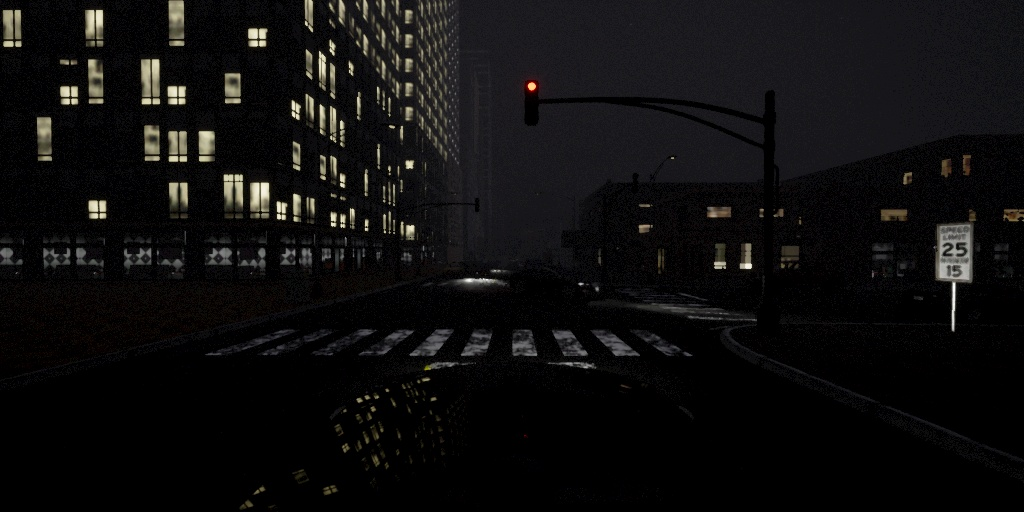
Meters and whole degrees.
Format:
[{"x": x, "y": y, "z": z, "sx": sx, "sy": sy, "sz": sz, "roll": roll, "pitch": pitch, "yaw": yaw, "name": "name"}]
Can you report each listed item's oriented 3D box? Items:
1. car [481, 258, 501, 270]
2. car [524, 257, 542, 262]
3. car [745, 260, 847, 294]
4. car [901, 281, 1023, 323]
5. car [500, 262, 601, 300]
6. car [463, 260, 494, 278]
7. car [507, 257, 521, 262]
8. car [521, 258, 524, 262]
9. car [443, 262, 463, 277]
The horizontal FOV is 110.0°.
[{"x": -2.985, "y": 1.302, "z": 52.235, "sx": 1.994, "sy": 1.385, "sz": 4.181, "roll": 0, "pitch": 0, "yaw": 0, "name": "car"}, {"x": 2.774, "y": 1.180, "z": 41.331, "sx": 1.967, "sy": 1.591, "sz": 4.097, "roll": 0, "pitch": 0, "yaw": 0, "name": "car"}, {"x": 16.559, "y": 1.166, "z": 21.019, "sx": 5.009, "sy": 1.841, "sz": 2.192, "roll": 0, "pitch": 0, "yaw": 1, "name": "car"}, {"x": 16.434, "y": 1.549, "z": 12.640, "sx": 4.313, "sy": 1.339, "sz": 1.948, "roll": 0, "pitch": 0, "yaw": 1, "name": "car"}, {"x": 1.998, "y": 1.237, "z": 17.894, "sx": 4.902, "sy": 1.511, "sz": 2.128, "roll": 0, "pitch": 0, "yaw": 41, "name": "car"}, {"x": -3.035, "y": 1.305, "z": 33.162, "sx": 1.994, "sy": 1.385, "sz": 4.181, "roll": 0, "pitch": 0, "yaw": 0, "name": "car"}, {"x": 0.133, "y": 1.301, "z": 63.834, "sx": 1.994, "sy": 1.385, "sz": 4.181, "roll": 0, "pitch": 0, "yaw": 0, "name": "car"}, {"x": 2.798, "y": 1.053, "z": 52.619, "sx": 2.192, "sy": 1.841, "sz": 5.009, "roll": 0, "pitch": 0, "yaw": 0, "name": "car"}, {"x": -5.757, "y": 1.267, "z": 35.590, "sx": 1.751, "sy": 1.417, "sz": 4.829, "roll": 0, "pitch": 0, "yaw": 0, "name": "car"}]
